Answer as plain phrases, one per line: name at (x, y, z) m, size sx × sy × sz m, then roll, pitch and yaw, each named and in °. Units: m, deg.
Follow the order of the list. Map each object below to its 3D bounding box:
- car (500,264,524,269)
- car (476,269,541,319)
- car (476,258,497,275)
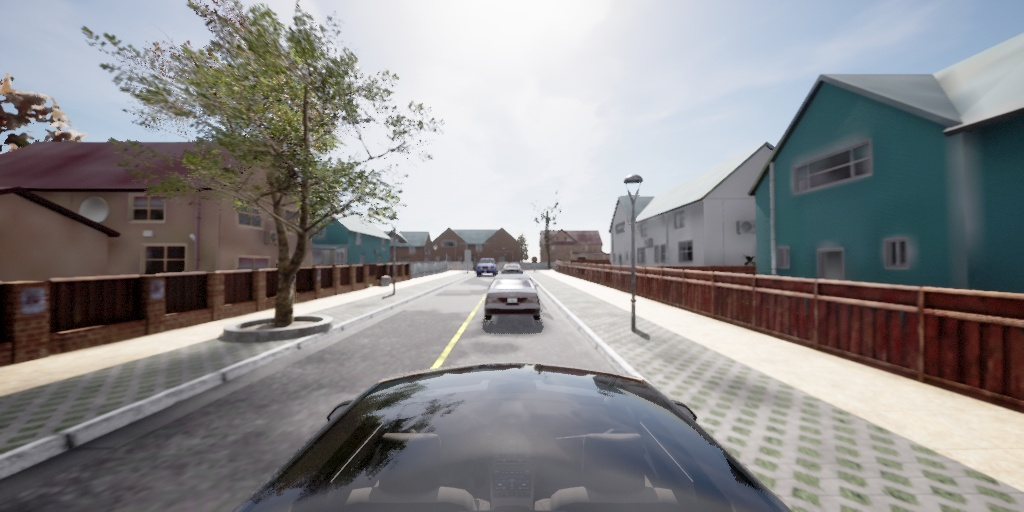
car at (0.024, 1.451, 31.356) m, size 1.837 × 1.490 × 4.892 m, roll 0°, pitch -1°, yaw 0°
car at (0.026, 1.352, 12.967) m, size 2.033 × 1.411 × 5.357 m, roll 0°, pitch 0°, yaw 0°
car at (-2.874, 1.272, 41.345) m, size 2.150 × 2.045 × 5.566 m, roll 0°, pitch -1°, yaw 0°
